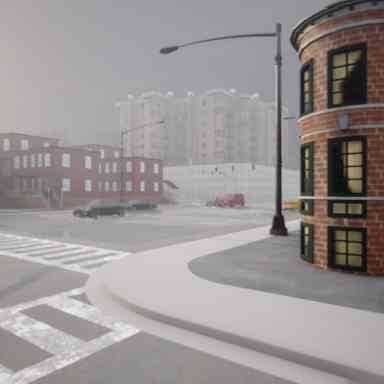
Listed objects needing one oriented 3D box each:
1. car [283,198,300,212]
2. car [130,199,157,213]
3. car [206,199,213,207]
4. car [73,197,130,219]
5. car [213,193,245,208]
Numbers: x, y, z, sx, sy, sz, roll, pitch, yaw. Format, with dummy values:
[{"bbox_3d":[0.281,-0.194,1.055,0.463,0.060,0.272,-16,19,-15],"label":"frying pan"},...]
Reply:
[{"bbox_3d":[12.368,1.478,39.389,1.882,1.535,5.008,0,0,36],"label":"car"},{"bbox_3d":[-6.242,1.547,37.755,2.033,1.411,5.357,0,0,36],"label":"car"},{"bbox_3d":[3.971,1.571,51.885,1.812,1.442,4.674,0,0,36],"label":"car"},{"bbox_3d":[-8.076,1.351,29.169,2.097,1.767,4.553,0,0,36],"label":"car"},{"bbox_3d":[5.765,1.226,48.398,2.150,2.045,5.566,0,0,36],"label":"car"}]
